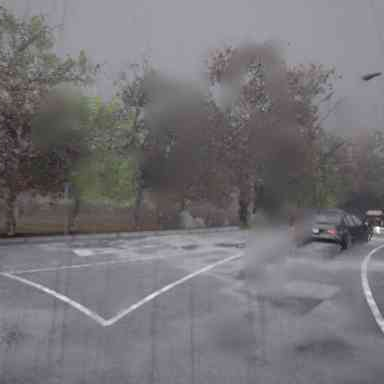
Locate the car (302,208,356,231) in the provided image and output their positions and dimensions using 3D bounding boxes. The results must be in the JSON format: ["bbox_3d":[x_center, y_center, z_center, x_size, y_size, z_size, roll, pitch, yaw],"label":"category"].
[{"bbox_3d":[9.771,1.874,23.587,4.181,1.385,1.994,4,-2,-45],"label":"car"}]

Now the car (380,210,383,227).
[{"bbox_3d":[17.171,2.404,30.943,5.008,1.535,1.882,6,-4,-45],"label":"car"}]

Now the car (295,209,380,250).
[{"bbox_3d":[6.427,1.599,14.751,2.033,1.411,5.357,1,-1,41],"label":"car"}]
